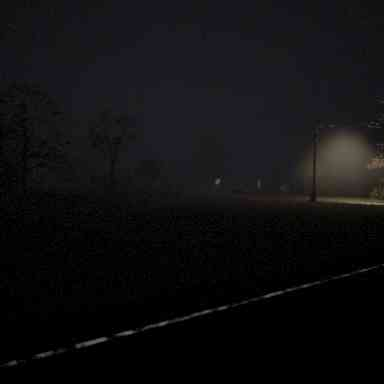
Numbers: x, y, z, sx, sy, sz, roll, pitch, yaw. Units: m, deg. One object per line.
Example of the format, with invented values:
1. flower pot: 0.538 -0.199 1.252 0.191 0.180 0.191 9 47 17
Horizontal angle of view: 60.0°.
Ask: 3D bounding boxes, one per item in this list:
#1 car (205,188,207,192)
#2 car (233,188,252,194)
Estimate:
1. car: 4.986 -0.816 76.015 2.097 1.767 4.553 0 2 -36
2. car: 10.340 -0.211 68.566 1.994 1.385 4.181 0 2 -36
